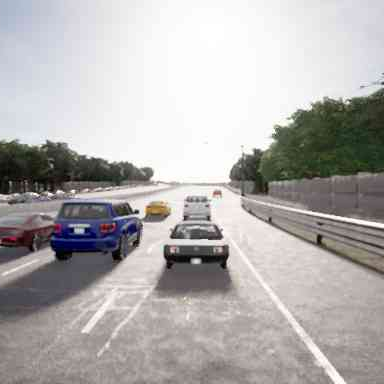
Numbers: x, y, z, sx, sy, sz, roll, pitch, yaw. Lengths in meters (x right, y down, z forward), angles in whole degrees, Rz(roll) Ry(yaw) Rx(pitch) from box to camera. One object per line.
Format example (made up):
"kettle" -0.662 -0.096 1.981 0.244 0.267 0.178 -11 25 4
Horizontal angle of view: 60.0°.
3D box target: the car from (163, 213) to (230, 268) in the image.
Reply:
"car" 0.151 1.640 11.459 1.895 1.301 4.718 0 0 1

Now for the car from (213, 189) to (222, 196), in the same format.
"car" 5.770 0.027 75.636 2.097 1.767 4.553 0 2 4

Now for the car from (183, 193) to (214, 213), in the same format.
"car" 0.433 1.187 27.469 2.150 2.045 5.566 0 1 2

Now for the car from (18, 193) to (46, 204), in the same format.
"car" -20.241 1.253 44.064 2.033 1.411 5.357 0 1 2

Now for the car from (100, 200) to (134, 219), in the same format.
"car" -6.516 1.511 29.363 1.994 1.385 4.181 0 1 2

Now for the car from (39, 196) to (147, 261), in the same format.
"car" -3.331 1.261 12.627 2.150 2.045 5.566 0 0 1

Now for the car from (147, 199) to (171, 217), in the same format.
"car" -2.991 1.412 30.193 1.882 1.535 5.008 0 1 2

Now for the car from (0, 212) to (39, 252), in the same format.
"car" -6.810 1.566 14.035 1.812 1.442 4.674 0 0 1

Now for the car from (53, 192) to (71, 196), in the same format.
"car" -16.737 1.211 43.874 1.837 1.490 4.892 0 1 2

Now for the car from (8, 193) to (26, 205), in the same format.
"car" -23.628 1.009 46.498 2.097 1.767 4.553 0 1 3
